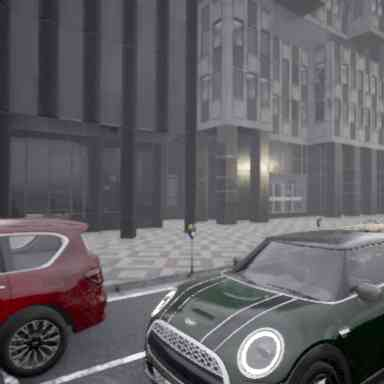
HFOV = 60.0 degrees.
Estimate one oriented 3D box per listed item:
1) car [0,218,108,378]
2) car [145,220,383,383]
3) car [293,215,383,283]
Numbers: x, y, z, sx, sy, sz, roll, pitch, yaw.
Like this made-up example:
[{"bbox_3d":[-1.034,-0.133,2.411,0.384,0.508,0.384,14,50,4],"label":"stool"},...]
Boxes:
[{"bbox_3d":[-3.537,1.312,4.007,5.009,1.841,2.192,0,0,-36],"label":"car"},{"bbox_3d":[1.649,1.372,4.559,4.553,1.767,2.097,0,0,-36],"label":"car"},{"bbox_3d":[5.467,1.579,10.441,4.829,1.417,1.752,0,0,-34],"label":"car"}]
